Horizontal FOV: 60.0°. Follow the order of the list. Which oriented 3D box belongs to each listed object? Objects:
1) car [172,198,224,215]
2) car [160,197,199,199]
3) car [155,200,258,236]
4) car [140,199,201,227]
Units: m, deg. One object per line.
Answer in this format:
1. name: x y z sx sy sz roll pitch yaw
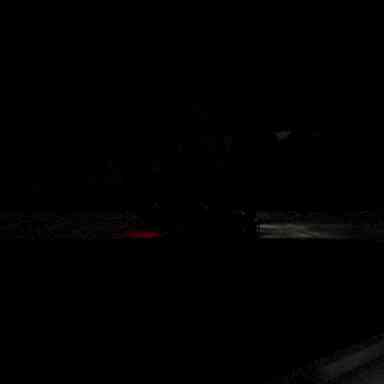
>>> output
1. car: 0.524 1.324 31.017 4.674 1.442 1.812 0 0 1
2. car: -0.842 1.177 27.520 4.553 1.767 2.097 0 0 1
3. car: 0.861 1.365 16.999 5.008 1.535 1.882 0 0 1
4. car: -0.699 1.361 20.519 4.902 1.511 2.128 0 0 1
